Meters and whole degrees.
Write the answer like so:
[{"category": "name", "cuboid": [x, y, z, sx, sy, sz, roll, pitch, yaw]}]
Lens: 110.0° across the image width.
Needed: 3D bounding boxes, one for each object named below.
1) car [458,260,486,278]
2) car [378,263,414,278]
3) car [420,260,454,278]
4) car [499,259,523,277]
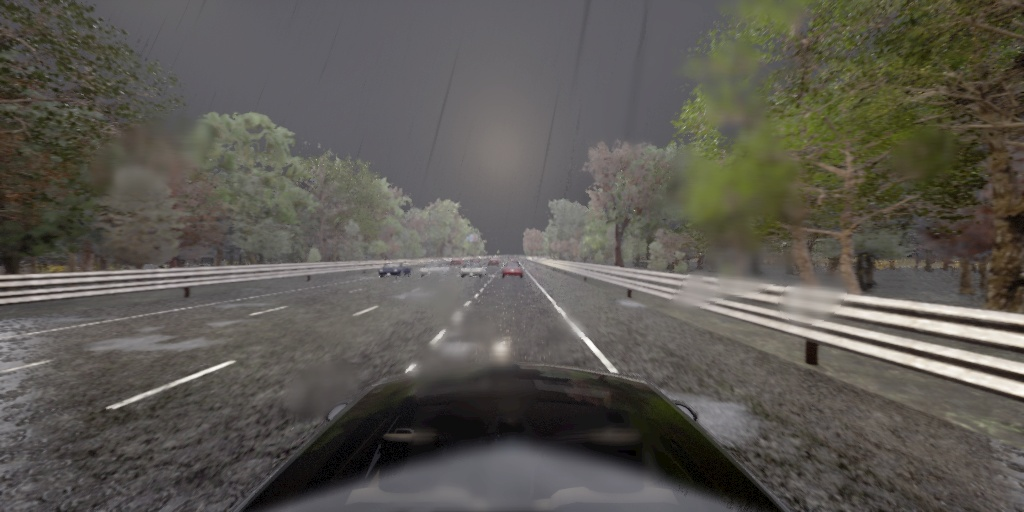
[{"category": "car", "cuboid": [-3.450, 1.267, 32.835, 1.895, 1.301, 4.718, 0, 0, 1]}, {"category": "car", "cuboid": [-10.452, 1.268, 32.677, 1.895, 1.301, 4.718, 0, 0, 1]}, {"category": "car", "cuboid": [-6.950, 1.268, 32.837, 1.895, 1.301, 4.718, 0, 0, 1]}, {"category": "car", "cuboid": [0.063, 1.228, 33.926, 1.994, 1.385, 4.181, 0, 0, 0]}]
